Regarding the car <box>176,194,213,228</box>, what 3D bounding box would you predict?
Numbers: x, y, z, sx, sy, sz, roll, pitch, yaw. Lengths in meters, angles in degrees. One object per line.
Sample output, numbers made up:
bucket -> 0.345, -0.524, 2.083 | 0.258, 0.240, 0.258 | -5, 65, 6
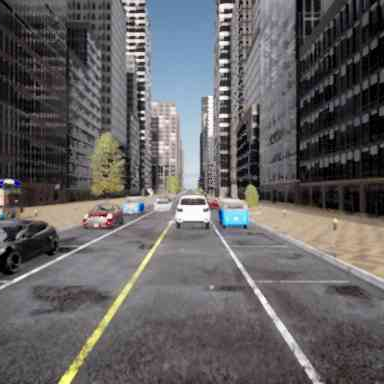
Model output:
car -> 0.058, 1.265, 22.836 | 2.150, 2.045, 5.566 | 0, 0, 0

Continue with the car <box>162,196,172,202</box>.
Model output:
car -> -5.833, 1.656, 78.593 | 1.887, 1.381, 4.507 | 0, 0, 0

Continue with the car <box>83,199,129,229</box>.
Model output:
car -> -5.732, 1.480, 21.911 | 1.967, 1.590, 4.097 | 0, 0, 0

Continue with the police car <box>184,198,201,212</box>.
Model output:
police car -> 0.026, 1.577, 41.509 | 2.038, 1.542, 4.974 | 0, 0, 0

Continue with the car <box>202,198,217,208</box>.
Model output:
car -> 2.598, 1.650, 50.267 | 1.947, 1.339, 4.313 | 0, 0, 0

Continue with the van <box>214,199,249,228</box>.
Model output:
van -> 2.648, 1.381, 21.925 | 1.690, 1.788, 3.998 | 0, 0, 0

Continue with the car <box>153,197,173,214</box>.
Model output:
car -> -3.161, 1.589, 36.548 | 1.812, 1.442, 4.674 | 0, 0, 0

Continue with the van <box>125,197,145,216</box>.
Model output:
van -> -5.752, 1.399, 33.248 | 1.690, 1.788, 3.998 | 0, 0, 0

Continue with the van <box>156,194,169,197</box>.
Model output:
van -> -5.803, 1.438, 61.589 | 1.690, 1.788, 3.998 | 0, 0, 0

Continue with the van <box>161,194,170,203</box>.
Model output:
van -> -5.823, 1.449, 72.925 | 1.690, 1.788, 3.998 | 0, 0, 0

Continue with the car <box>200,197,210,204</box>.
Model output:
car -> 2.568, 1.686, 67.271 | 1.802, 1.307, 4.206 | 0, 0, 0

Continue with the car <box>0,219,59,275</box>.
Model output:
car -> -5.712, 1.586, 10.574 | 1.947, 1.339, 4.313 | 0, 0, 0

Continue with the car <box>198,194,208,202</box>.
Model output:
car -> 2.547, 1.428, 78.608 | 2.192, 1.841, 5.009 | 0, 0, 0

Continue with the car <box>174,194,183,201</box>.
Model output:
car -> -3.141, 1.331, 78.148 | 2.128, 1.511, 4.902 | 0, 0, 0
